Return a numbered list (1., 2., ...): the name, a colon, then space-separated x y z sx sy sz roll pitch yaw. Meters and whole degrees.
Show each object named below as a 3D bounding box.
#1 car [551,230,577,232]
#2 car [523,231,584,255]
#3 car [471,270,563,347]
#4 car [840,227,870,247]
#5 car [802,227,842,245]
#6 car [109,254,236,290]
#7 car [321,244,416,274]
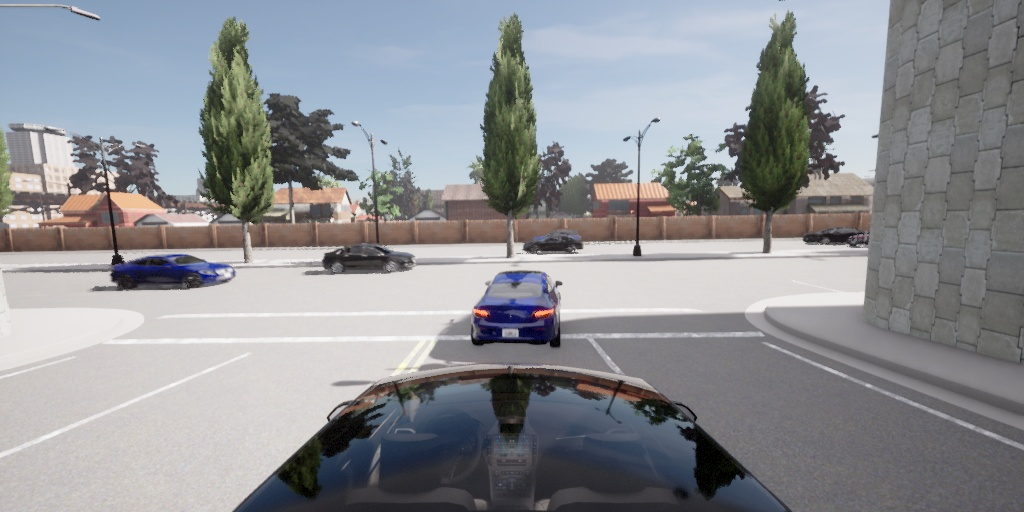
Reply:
1. car: 3.873 -1.473 31.431 4.553 1.767 2.097 -1 6 -1
2. car: 3.208 -0.922 27.960 4.674 1.442 1.812 -1 6 -1
3. car: 0.241 1.067 8.724 1.812 1.442 4.674 0 4 7
4. car: 29.225 -1.401 28.255 4.674 1.442 1.812 -1 6 -1
5. car: 28.619 -1.805 31.737 5.008 1.535 1.882 -1 6 -1
6. car: -15.164 0.642 16.105 4.674 1.442 1.812 -1 6 -1
7. car: -7.787 0.113 19.673 4.892 1.490 1.837 -1 6 -1
